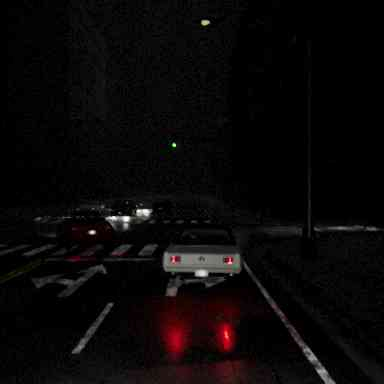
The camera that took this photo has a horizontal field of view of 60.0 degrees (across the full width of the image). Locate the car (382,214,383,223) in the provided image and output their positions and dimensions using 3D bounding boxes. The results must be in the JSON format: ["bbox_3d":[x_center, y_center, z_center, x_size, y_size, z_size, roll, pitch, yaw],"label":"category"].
[{"bbox_3d":[14.008,1.360,19.870,4.902,1.511,2.128,-1,0,-1],"label":"car"}]

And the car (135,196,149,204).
[{"bbox_3d":[-9.749,1.554,65.479,2.033,1.411,5.357,0,0,0],"label":"car"}]

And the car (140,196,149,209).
[{"bbox_3d":[-6.583,1.496,45.416,2.128,1.511,4.902,0,0,0],"label":"car"}]

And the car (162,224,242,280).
[{"bbox_3d":[0.459,1.602,9.937,1.895,1.301,4.718,0,0,6],"label":"car"}]

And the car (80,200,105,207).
[{"bbox_3d":[-9.843,1.529,32.773,1.812,1.442,4.674,0,0,0],"label":"car"}]

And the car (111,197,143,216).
[{"bbox_3d":[-6.594,1.551,32.972,2.033,1.411,5.357,0,0,0],"label":"car"}]

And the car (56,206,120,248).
[{"bbox_3d":[-4.829,1.565,14.901,1.994,1.385,4.181,0,0,-26],"label":"car"}]

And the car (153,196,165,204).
[{"bbox_3d":[-6.500,1.532,65.366,1.812,1.442,4.674,0,0,0],"label":"car"}]

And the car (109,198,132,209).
[{"bbox_3d":[-9.830,1.552,46.399,2.033,1.411,5.357,0,0,0],"label":"car"}]

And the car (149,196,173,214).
[{"bbox_3d":[-3.150,1.481,35.721,1.882,1.535,5.008,0,0,0],"label":"car"}]
